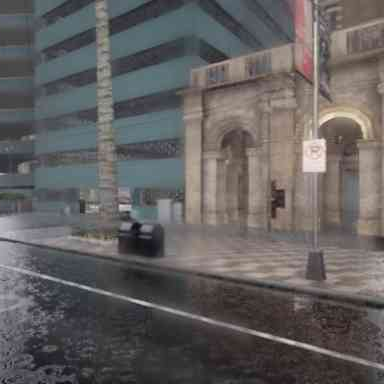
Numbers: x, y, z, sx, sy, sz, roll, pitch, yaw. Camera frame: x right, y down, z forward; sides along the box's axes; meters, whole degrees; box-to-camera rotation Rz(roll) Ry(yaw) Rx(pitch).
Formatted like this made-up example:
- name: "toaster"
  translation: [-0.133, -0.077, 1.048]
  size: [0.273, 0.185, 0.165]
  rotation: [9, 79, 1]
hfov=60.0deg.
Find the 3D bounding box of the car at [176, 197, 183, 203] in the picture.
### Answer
- name: "car"
  translation: [0.368, 1.024, 29.797]
  size: [5.566, 2.045, 2.435]
  rotation: [0, 0, 36]
